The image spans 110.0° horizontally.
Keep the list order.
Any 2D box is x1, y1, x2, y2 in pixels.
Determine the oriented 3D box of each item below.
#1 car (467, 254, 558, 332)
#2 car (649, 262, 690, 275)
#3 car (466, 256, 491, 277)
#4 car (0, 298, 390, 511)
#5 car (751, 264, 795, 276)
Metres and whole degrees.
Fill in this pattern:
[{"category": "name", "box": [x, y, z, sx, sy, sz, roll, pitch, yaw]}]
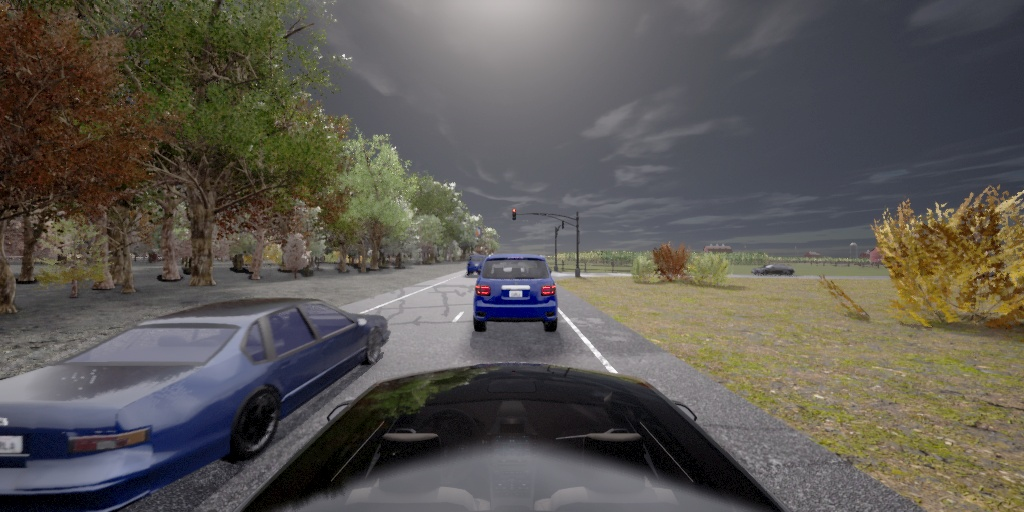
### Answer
[{"category": "car", "box": [0.088, 0.974, 11.012, 2.150, 2.045, 5.566, 0, 0, 0]}, {"category": "car", "box": [19.045, 1.494, 43.439, 5.008, 1.535, 1.882, 1, -1, 0]}, {"category": "car", "box": [-3.460, 0.980, 37.786, 2.150, 2.045, 5.566, 0, 0, 0]}, {"category": "car", "box": [-3.404, 1.298, 4.893, 2.033, 1.411, 5.357, 0, 0, 0]}, {"category": "car", "box": [31.573, 1.679, 43.400, 4.674, 1.442, 1.812, 0, -1, 0]}]
